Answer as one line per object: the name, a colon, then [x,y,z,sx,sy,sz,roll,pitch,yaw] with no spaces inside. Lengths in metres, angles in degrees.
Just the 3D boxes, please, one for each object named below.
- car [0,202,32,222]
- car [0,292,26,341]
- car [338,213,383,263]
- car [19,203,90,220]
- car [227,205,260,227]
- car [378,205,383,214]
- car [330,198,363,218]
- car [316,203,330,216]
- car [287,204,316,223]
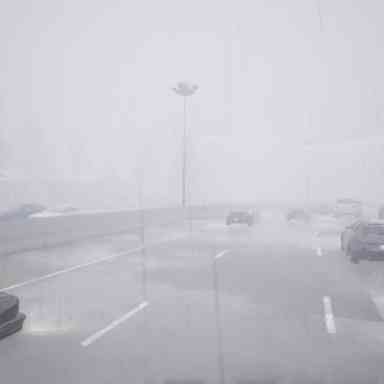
car: [-11.856,1.512,23.125,1.882,1.535,5.008,0,0,20]
car: [-4.136,1.525,2.749,2.033,1.411,5.357,0,0,20]
car: [6.693,1.704,12.198,1.994,1.385,4.181,0,0,20]
car: [-8.581,1.583,21.899,1.812,1.442,4.674,0,0,20]
car: [3.890,1.720,24.894,1.812,1.442,4.674,0,0,21]
car: [18.267,1.843,30.561,1.882,1.535,5.008,0,-1,31]
car: [16.264,1.595,34.479,2.150,2.045,5.566,0,-1,33]
car: [15.176,1.953,38.821,1.994,1.385,4.181,0,0,35]
car: [9.315,1.795,28.594,1.812,1.442,4.674,0,0,25]
